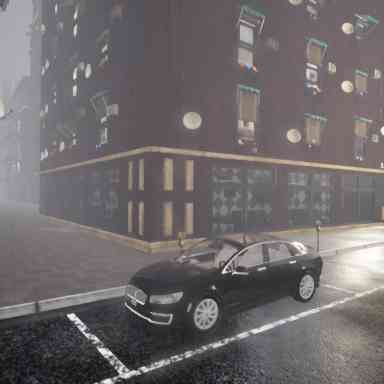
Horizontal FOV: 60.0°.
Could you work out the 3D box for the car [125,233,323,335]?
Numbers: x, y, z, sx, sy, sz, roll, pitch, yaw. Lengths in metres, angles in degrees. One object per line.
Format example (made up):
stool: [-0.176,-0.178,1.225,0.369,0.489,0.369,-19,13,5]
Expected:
car: [0.840,1.552,6.650,4.403,1.369,2.008,0,1,-36]
